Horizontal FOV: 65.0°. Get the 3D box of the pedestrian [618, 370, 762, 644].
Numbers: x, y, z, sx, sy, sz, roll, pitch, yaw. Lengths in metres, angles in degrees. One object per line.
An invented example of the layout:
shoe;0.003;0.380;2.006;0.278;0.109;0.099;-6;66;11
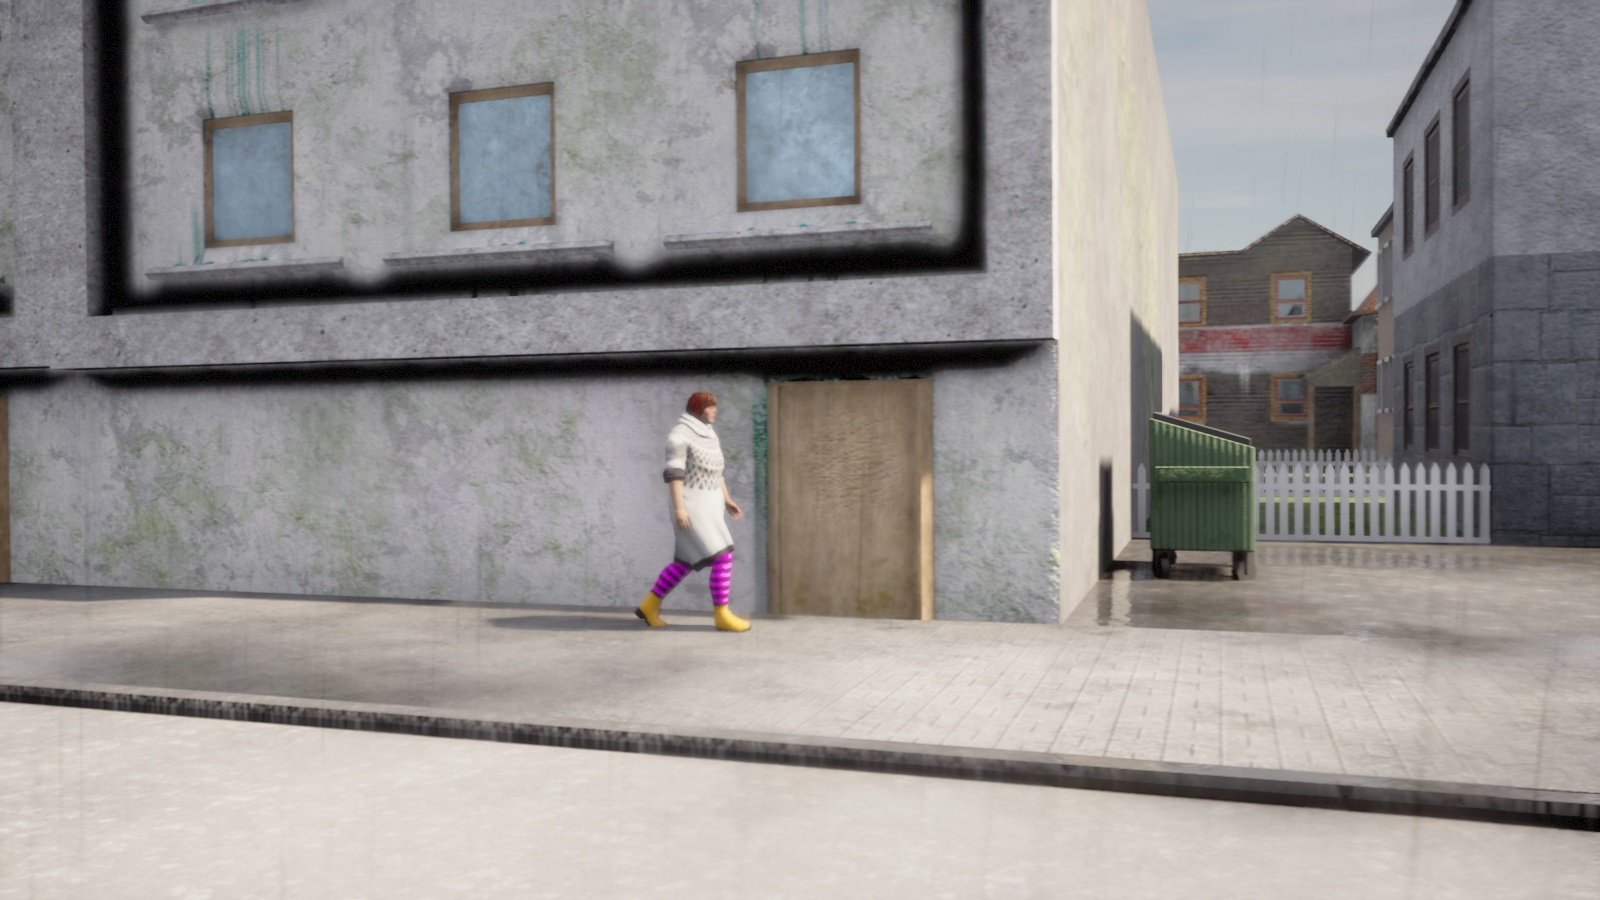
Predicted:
pedestrian;-0.810;0.403;9.387;0.873;1.952;0.659;0;1;19
